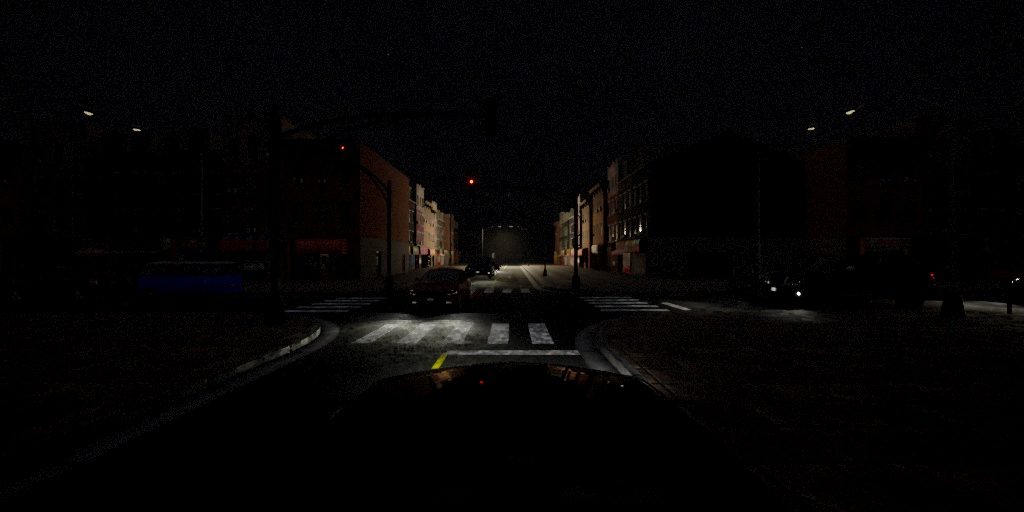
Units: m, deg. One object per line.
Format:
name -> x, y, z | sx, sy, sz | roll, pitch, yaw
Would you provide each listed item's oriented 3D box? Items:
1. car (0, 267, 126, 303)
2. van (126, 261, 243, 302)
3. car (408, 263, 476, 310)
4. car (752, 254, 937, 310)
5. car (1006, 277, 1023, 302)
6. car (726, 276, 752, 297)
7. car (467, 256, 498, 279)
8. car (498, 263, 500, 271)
car -> -20.191, 1.239, 16.438 | 4.097, 1.591, 1.967 | 0, 0, 0
van -> -14.716, 1.124, 16.454 | 3.998, 1.789, 1.690 | 0, 0, 0
car -> -2.825, 1.233, 14.897 | 1.882, 1.535, 5.008 | 0, 0, 0
car -> 12.972, 0.934, 13.998 | 5.566, 2.045, 2.150 | 0, 0, 0
car -> 22.656, 1.047, 14.022 | 4.553, 1.767, 2.097 | 0, 0, 0
car -> 12.286, 1.266, 16.532 | 4.403, 1.370, 2.007 | 0, 0, 0
car -> -2.781, 0.988, 32.601 | 2.150, 2.045, 5.566 | 0, 0, 2
car -> -2.738, 1.385, 51.275 | 1.895, 1.301, 4.718 | 0, 0, 0
